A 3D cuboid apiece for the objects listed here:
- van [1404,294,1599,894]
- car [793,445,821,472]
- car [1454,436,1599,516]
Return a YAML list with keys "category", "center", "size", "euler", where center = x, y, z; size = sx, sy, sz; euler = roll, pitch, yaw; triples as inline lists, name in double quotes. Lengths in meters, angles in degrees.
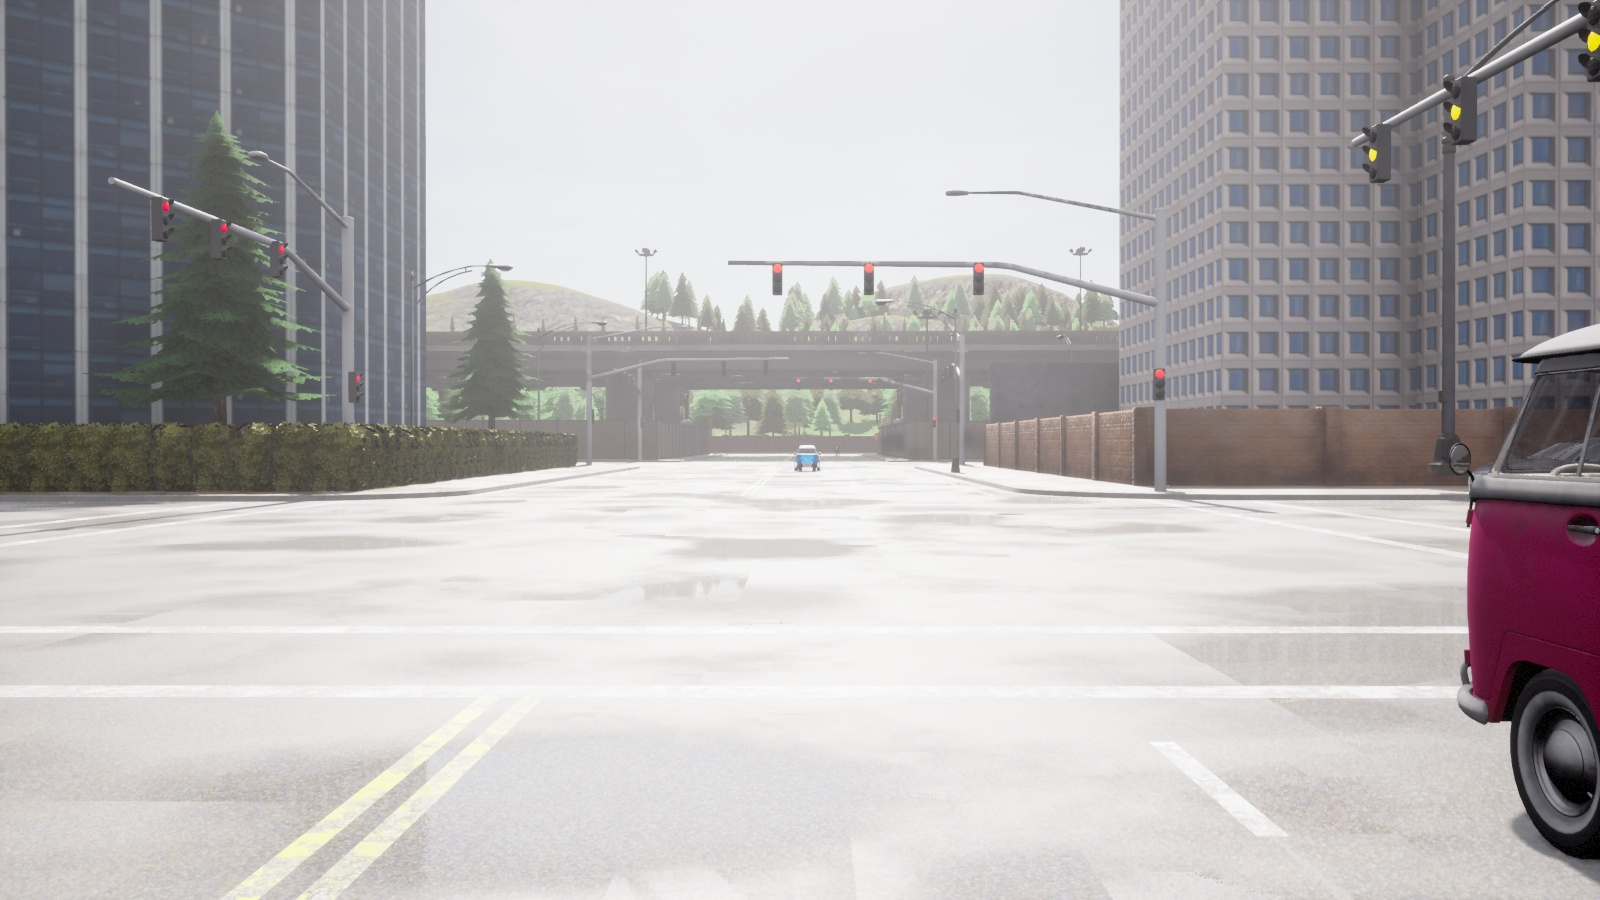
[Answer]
- category: "van"
  center: [3.533, 0.483, 3.300]
  size: [1.775, 1.987, 4.442]
  euler: [0, 0, 0]
- category: "car"
  center: [0.383, 0.426, 66.471]
  size: [1.481, 1.376, 2.207]
  euler: [0, 1, 0]
- category: "car"
  center: [17.088, 0.537, 27.131]
  size: [4.856, 1.649, 2.033]
  euler: [0, 0, 1]
